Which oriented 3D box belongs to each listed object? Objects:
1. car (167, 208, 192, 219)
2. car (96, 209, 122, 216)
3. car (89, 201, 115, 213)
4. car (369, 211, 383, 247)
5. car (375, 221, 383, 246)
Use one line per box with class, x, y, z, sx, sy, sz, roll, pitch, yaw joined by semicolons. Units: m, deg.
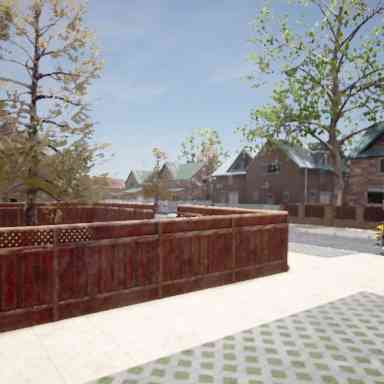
car;0.272;1.839;22.987;1.895;1.301;4.718;2;-2;-35
car;-8.618;1.893;35.787;1.882;1.535;5.008;2;-2;-34
car;-12.769;2.117;46.888;1.882;1.535;5.008;2;-2;-35
car;10.315;1.657;13.726;1.882;1.535;5.008;2;-2;-35
car;9.035;1.305;10.400;2.150;2.045;5.566;1;-1;-35
